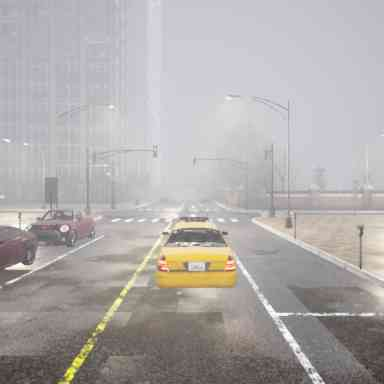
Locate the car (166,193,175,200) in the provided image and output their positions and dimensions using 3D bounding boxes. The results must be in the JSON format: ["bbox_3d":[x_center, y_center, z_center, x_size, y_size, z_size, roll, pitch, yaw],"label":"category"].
[{"bbox_3d":[-5.923,1.181,91.432,2.192,1.841,5.009,0,0,0],"label":"car"}]

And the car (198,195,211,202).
[{"bbox_3d":[2.689,1.492,63.700,1.947,1.339,4.313,0,0,0],"label":"car"}]

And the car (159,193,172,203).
[{"bbox_3d":[-5.903,1.485,69.190,1.947,1.339,4.313,0,0,0],"label":"car"}]

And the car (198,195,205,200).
[{"bbox_3d":[2.602,1.411,91.496,1.887,1.381,4.507,0,0,0],"label":"car"}]

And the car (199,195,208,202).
[{"bbox_3d":[2.618,1.454,74.814,1.887,1.381,4.507,0,0,0],"label":"car"}]

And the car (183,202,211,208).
[{"bbox_3d":[0.097,1.535,19.439,2.033,1.411,5.357,0,0,0],"label":"car"}]

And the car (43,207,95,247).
[{"bbox_3d":[-5.705,1.433,14.667,1.967,1.590,4.097,0,0,0],"label":"car"}]

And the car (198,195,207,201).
[{"bbox_3d":[2.613,1.448,80.375,2.008,1.369,4.403,0,0,0],"label":"car"}]

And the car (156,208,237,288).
[{"bbox_3d":[0.090,1.454,9.176,1.801,1.575,5.366,0,0,0],"label":"car"}]

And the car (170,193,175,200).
[{"bbox_3d":[-5.918,1.323,85.874,1.967,1.590,4.097,0,0,0],"label":"car"}]

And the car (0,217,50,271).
[{"bbox_3d":[-5.700,1.579,8.975,1.802,1.307,4.206,0,0,0],"label":"car"}]
